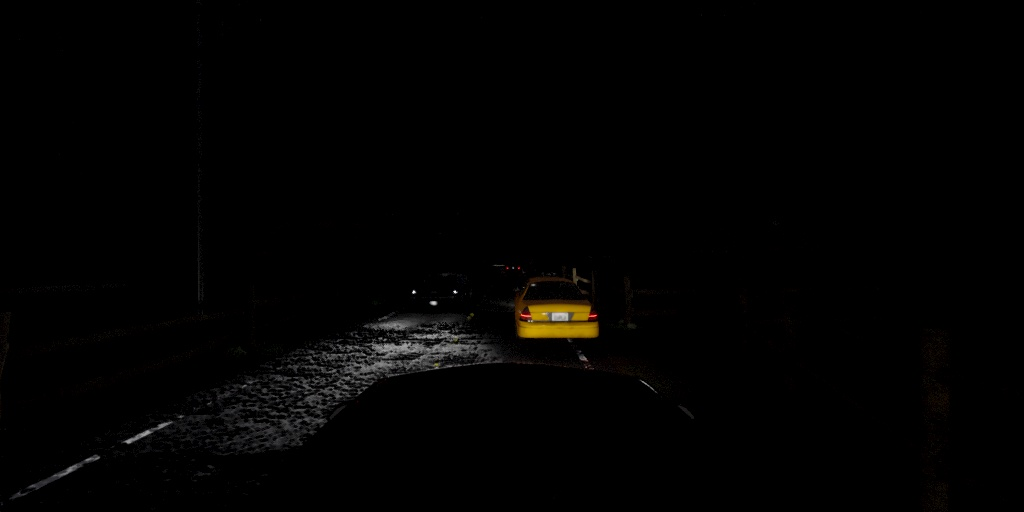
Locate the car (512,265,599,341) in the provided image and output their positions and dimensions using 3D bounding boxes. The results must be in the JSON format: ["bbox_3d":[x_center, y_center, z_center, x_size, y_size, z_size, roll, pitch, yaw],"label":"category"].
[{"bbox_3d":[0.973,1.204,9.805,1.801,1.575,5.366,0,0,0],"label":"car"}]

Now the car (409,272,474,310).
[{"bbox_3d":[-2.733,1.348,14.786,1.895,1.301,4.718,0,0,0],"label":"car"}]

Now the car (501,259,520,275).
[{"bbox_3d":[0.130,1.303,39.692,2.033,1.411,5.357,0,0,0],"label":"car"}]
